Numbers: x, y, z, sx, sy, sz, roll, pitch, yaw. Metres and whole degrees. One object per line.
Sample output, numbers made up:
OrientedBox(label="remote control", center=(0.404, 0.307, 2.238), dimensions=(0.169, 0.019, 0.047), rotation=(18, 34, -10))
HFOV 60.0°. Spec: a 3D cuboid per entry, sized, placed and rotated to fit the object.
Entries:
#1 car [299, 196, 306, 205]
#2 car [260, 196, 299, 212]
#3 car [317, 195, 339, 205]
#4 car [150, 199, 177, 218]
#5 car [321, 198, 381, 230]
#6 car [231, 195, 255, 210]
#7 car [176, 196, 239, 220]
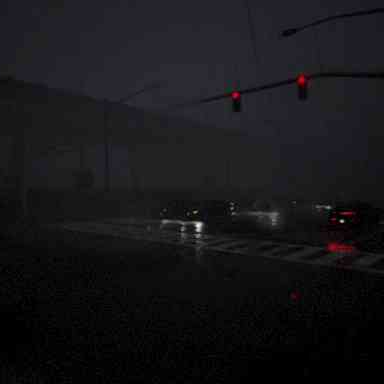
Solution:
OrientedBox(label="car", center=(13.613, 1.166, 45.254), dimensions=(1.895, 1.301, 4.718), rotation=(0, 0, 42))
OrientedBox(label="car", center=(8.960, 1.162, 34.825), dimensions=(1.882, 1.535, 5.008), rotation=(0, 0, 42))
OrientedBox(label="car", center=(18.988, 1.089, 45.980), dimensions=(1.895, 1.301, 4.718), rotation=(0, 0, 42))
OrientedBox(label="car", center=(-1.382, 1.336, 28.509), dimensions=(1.882, 1.535, 5.008), rotation=(0, 0, 42))
OrientedBox(label="car", center=(9.584, 1.264, 19.493), dimensions=(1.837, 1.490, 4.892), rotation=(-1, 0, 42))
OrientedBox(label="car", center=(4.757, 1.090, 35.374), dimensions=(2.097, 1.767, 4.553), rotation=(0, 0, 42))
OrientedBox(label="car", center=(1.325, 1.339, 26.285), dimensions=(1.837, 1.490, 4.892), rotation=(0, 0, 42))
